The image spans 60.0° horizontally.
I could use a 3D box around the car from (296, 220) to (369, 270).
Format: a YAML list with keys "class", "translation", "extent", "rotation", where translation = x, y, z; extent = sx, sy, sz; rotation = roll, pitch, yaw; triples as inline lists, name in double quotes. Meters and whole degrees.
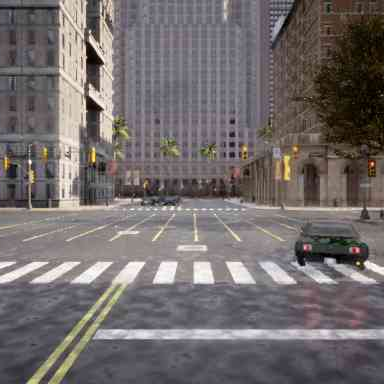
- class: "car"
  translation: [4.678, 1.602, 11.231]
  extent: [1.895, 1.301, 4.718]
  rotation: [0, 0, 22]

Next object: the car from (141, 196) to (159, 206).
- class: "car"
  translation: [-7.134, 1.491, 54.290]
  extent: [2.128, 1.511, 4.902]
  rotation: [0, 0, 0]

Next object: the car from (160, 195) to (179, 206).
- class: "car"
  translation: [-3.641, 1.547, 55.052]
  extent: [2.033, 1.411, 5.357]
  rotation: [0, 0, 0]

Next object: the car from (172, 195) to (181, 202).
- class: "car"
  translation: [-3.424, 1.500, 75.310]
  extent: [1.837, 1.490, 4.892]
  rotation: [0, 0, 1]

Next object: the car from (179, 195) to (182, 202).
- class: "car"
  translation: [-3.569, 1.491, 64.898]
  extent: [2.128, 1.511, 4.902]
  rotation: [0, 0, 1]

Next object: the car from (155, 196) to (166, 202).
- class: "car"
  translation: [-6.941, 1.553, 73.543]
  extent: [1.994, 1.385, 4.181]
  rotation: [0, 0, 1]
